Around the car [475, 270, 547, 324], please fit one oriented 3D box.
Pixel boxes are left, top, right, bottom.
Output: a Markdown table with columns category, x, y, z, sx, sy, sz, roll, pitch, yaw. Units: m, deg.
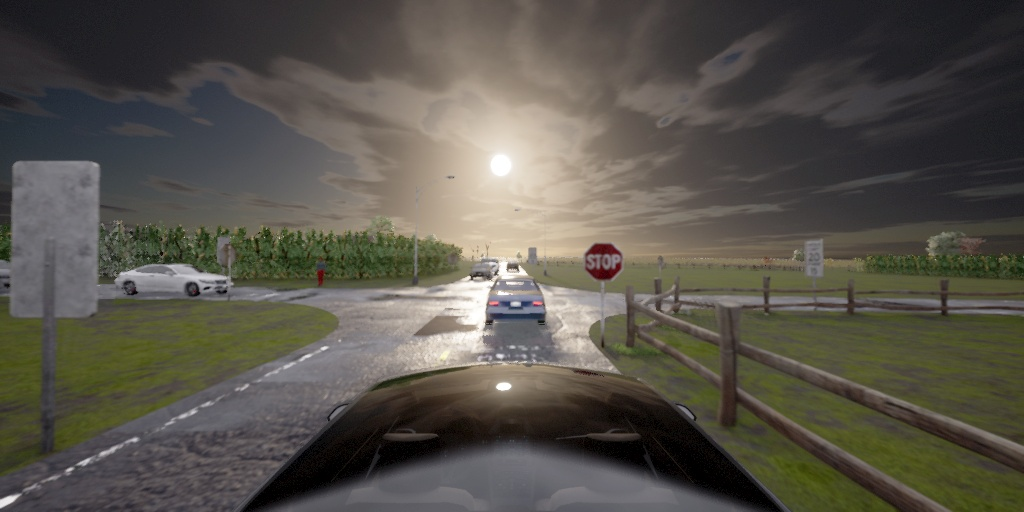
| category | x | y | z | sx | sy | sz | roll | pitch | yaw |
| --- | --- | --- | --- | --- | --- | --- | --- | --- | --- |
| car | 0.100 | 1.358 | 12.153 | 2.033 | 1.411 | 5.357 | 0 | 0 | 0 |

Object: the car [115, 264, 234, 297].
| category | x | y | z | sx | sy | sz | roll | pitch | yaw |
| --- | --- | --- | --- | --- | --- | --- | --- | --- | --- |
| car | -15.692 | 1.088 | 16.766 | 4.674 | 1.442 | 1.812 | 1 | -1 | 1 |

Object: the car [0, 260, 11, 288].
| category | x | y | z | sx | sy | sz | roll | pitch | yaw |
| --- | --- | --- | --- | --- | --- | --- | --- | --- | --- |
| car | -24.842 | 0.891 | 16.777 | 4.902 | 1.511 | 2.128 | 1 | -1 | 0 |

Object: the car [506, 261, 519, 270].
| category | x | y | z | sx | sy | sz | roll | pitch | yaw |
| --- | --- | --- | --- | --- | --- | --- | --- | --- | --- |
| car | 0.099 | 1.521 | 56.669 | 1.882 | 1.535 | 5.008 | 0 | 0 | 0 |

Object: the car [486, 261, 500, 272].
| category | x | y | z | sx | sy | sz | roll | pitch | yaw |
| --- | --- | --- | --- | --- | --- | --- | --- | --- | --- |
| car | -2.828 | 1.533 | 54.189 | 1.837 | 1.490 | 4.892 | 0 | 0 | 0 |

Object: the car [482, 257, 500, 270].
| category | x | y | z | sx | sy | sz | roll | pitch | yaw |
| --- | --- | --- | --- | --- | --- | --- | --- | --- | --- |
| car | -2.843 | 1.198 | 44.162 | 2.150 | 2.045 | 5.566 | 0 | 0 | 0 |

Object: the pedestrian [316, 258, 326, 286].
| category | x | y | z | sx | sy | sz | roll | pitch | yaw |
| --- | --- | --- | --- | --- | --- | --- | --- | --- | --- |
| pedestrian | -12.169 | 0.998 | 22.789 | 0.375 | 1.860 | 0.375 | 0 | -2 | 0 |

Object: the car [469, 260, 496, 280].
| category | x | y | z | sx | sy | sz | roll | pitch | yaw |
| --- | --- | --- | --- | --- | --- | --- | --- | --- | --- |
| car | -2.859 | 1.428 | 34.111 | 1.837 | 1.490 | 4.892 | 0 | 0 | 0 |
